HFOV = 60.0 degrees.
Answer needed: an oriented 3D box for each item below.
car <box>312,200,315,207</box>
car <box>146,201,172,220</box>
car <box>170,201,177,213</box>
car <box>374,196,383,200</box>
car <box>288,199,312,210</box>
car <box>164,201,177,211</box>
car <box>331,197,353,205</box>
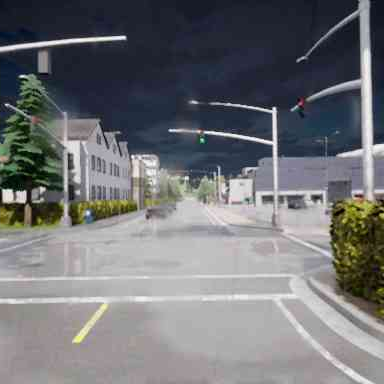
[{"bbox_3d":[19.111,1.857,55.942,1.970,1.475,3.806,-1,-1,0],"label":"car"},{"bbox_3d":[-3.578,2.019,34.339,2.033,1.411,5.357,-1,-1,0],"label":"car"},{"bbox_3d":[-3.557,2.111,44.634,2.128,1.511,4.902,-1,-1,0],"label":"car"},{"bbox_3d":[19.137,1.340,31.019,1.905,1.878,3.866,-1,-1,0],"label":"car"},{"bbox_3d":[15.460,1.877,48.887,2.007,1.523,4.514,-1,-1,0],"label":"car"},{"bbox_3d":[-3.504,2.275,55.047,1.837,1.490,4.892,-1,-1,0],"label":"car"},{"bbox_3d":[25.526,1.683,56.278,2.152,1.636,5.027,-1,-1,0],"label":"car"}]
